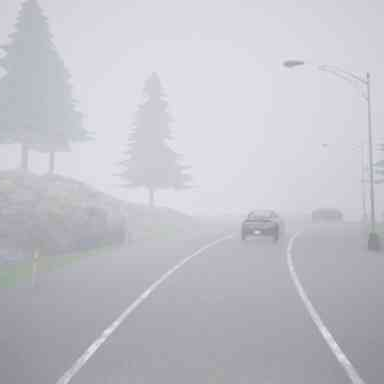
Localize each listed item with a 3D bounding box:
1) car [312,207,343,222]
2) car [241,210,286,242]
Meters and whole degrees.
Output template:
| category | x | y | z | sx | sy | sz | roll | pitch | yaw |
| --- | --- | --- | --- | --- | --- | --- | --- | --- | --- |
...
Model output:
| category | x | y | z | sx | sy | sz | roll | pitch | yaw |
| --- | --- | --- | --- | --- | --- | --- | --- | --- | --- |
| car | 14.441 | 2.349 | 35.309 | 1.882 | 1.535 | 5.008 | -4 | -5 | 41 |
| car | 3.907 | 1.738 | 17.955 | 2.128 | 1.511 | 4.902 | -1 | -1 | 20 |
